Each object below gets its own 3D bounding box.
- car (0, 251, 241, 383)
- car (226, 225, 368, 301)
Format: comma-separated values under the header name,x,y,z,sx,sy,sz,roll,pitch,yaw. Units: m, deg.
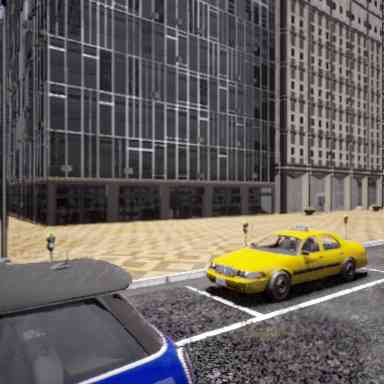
name,x,y,z,sx,sy,sz,roll,pitch,yaw
car,-2.150,1.347,1.808,4.553,1.767,2.097,0,0,-35
car,2.567,1.560,8.394,4.829,1.417,1.752,0,-1,-35
